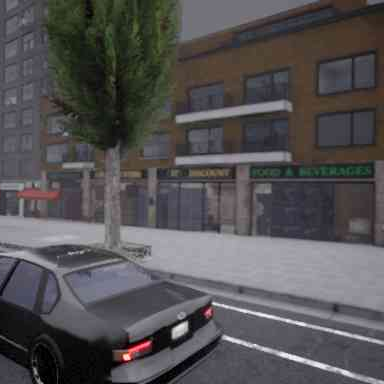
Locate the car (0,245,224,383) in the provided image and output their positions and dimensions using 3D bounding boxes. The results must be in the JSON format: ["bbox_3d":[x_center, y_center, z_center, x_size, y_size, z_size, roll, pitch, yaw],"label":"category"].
[{"bbox_3d":[-2.172,1.563,5.119,5.357,1.411,2.033,0,0,36],"label":"car"}]
